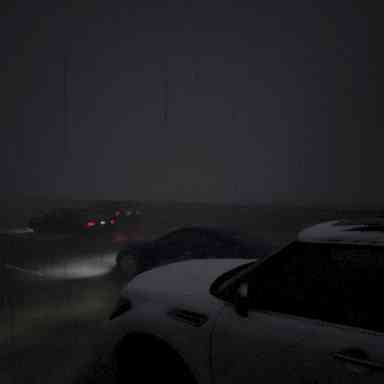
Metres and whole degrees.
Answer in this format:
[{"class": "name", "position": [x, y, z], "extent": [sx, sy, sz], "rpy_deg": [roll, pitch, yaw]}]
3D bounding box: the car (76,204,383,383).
[{"class": "car", "position": [1.682, 1.220, 2.793], "extent": [5.566, 2.045, 2.150], "rpy_deg": [0, 0, 36]}]

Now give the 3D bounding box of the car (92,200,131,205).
[{"class": "car", "position": [-5.438, 1.274, 20.769], "extent": [4.553, 1.767, 2.097], "rpy_deg": [0, 0, 36]}]

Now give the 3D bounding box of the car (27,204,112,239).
[{"class": "car", "position": [-6.217, 1.477, 17.026], "extent": [5.357, 1.411, 2.033], "rpy_deg": [0, 0, 35]}]

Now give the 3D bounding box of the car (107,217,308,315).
[{"class": "car", "position": [0.199, 1.505, 8.150], "extent": [4.674, 1.442, 1.812], "rpy_deg": [0, 0, 35]}]
